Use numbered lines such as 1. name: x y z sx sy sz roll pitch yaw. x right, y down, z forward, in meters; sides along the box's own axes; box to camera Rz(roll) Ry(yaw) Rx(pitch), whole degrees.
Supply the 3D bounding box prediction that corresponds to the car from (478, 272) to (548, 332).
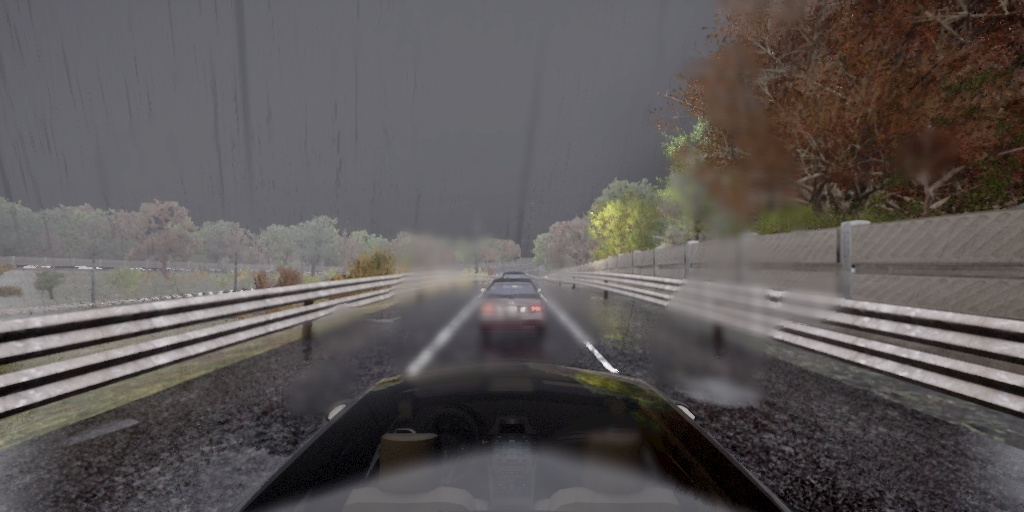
1. car: 0.021 1.386 11.087 2.033 1.411 5.357 0 -1 0
